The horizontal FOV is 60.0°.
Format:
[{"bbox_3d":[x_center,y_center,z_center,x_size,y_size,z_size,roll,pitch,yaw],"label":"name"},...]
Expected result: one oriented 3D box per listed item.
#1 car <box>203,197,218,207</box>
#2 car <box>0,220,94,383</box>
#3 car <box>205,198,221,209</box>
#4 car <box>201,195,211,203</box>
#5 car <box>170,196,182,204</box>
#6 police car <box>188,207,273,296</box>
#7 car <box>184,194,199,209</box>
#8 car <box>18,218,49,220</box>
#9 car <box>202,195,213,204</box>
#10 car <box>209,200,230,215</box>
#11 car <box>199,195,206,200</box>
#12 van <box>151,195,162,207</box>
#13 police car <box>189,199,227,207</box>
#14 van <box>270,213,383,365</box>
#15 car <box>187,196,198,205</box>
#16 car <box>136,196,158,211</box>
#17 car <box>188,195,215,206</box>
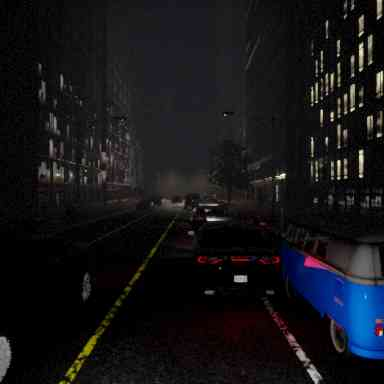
[{"bbox_3d":[2.814,1.538,51.236,2.008,1.369,4.403,0,0,0],"label":"car"},{"bbox_3d":[-3.086,1.477,5.316,1.882,1.535,5.008,0,0,0],"label":"car"},{"bbox_3d":[2.801,1.544,45.543,2.008,1.369,4.403,0,0,0],"label":"car"},{"bbox_3d":[2.856,1.401,68.313,1.967,1.590,4.097,0,0,0],"label":"car"},{"bbox_3d":[-2.854,1.478,60.816,1.837,1.490,4.892,0,0,0],"label":"car"},{"bbox_3d":[0.921,1.425,8.830,1.930,1.638,5.238,0,0,0],"label":"police car"},{"bbox_3d":[0.112,1.215,44.930,2.150,2.045,5.566,0,0,0],"label":"car"},{"bbox_3d":[-5.663,1.582,11.411,1.802,1.307,4.206,0,0,0],"label":"car"},{"bbox_3d":[2.842,1.410,62.621,1.967,1.590,4.097,0,0,0],"label":"car"},{"bbox_3d":[2.773,1.581,34.158,1.802,1.307,4.206,0,0,0],"label":"car"},{"bbox_3d":[2.911,1.463,91.083,1.887,1.381,4.507,0,0,0],"label":"car"},{"bbox_3d":[-5.566,1.328,51.260,1.690,1.788,3.998,0,0,0],"label":"van"},{"bbox_3d":[0.946,1.425,18.830,1.930,1.638,5.238,0,0,0],"label":"police car"},{"bbox_3d":[2.704,1.341,5.697,1.690,1.788,3.998,0,0,0],"label":"van"},{"bbox_3d":[0.143,1.480,59.484,1.837,1.490,4.892,0,0,0],"label":"car"},{"bbox_3d":[-5.594,1.548,39.875,2.008,1.369,4.403,0,0,0],"label":"car"},{"bbox_3d":[0.959,1.351,24.691,2.097,1.767,4.553,0,0,0],"label":"car"}]
